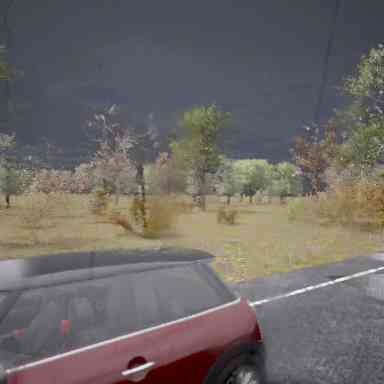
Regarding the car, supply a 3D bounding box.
[{"bbox_3d":[-1.434,1.395,2.956,4.553,1.767,2.097,1,-1,-38],"label":"car"}]
